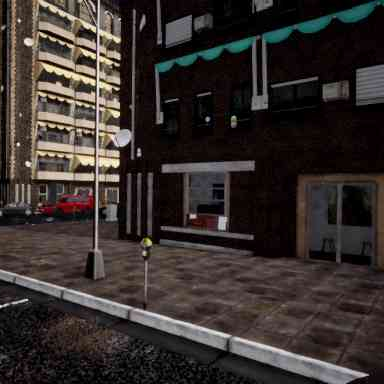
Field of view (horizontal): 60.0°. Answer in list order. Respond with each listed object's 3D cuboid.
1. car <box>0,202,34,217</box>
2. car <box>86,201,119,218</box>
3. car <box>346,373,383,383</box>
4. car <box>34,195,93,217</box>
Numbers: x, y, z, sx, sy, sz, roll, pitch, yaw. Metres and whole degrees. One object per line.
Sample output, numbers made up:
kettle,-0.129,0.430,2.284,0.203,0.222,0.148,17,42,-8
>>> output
car,-17.449,1.624,32.133,2.008,1.369,4.403,1,0,36
car,-7.426,1.824,31.605,1.947,1.339,4.313,1,0,36
car,2.671,1.551,1.109,4.403,1.369,2.008,0,1,36
car,-12.709,1.372,34.177,2.150,2.045,5.566,1,1,37
